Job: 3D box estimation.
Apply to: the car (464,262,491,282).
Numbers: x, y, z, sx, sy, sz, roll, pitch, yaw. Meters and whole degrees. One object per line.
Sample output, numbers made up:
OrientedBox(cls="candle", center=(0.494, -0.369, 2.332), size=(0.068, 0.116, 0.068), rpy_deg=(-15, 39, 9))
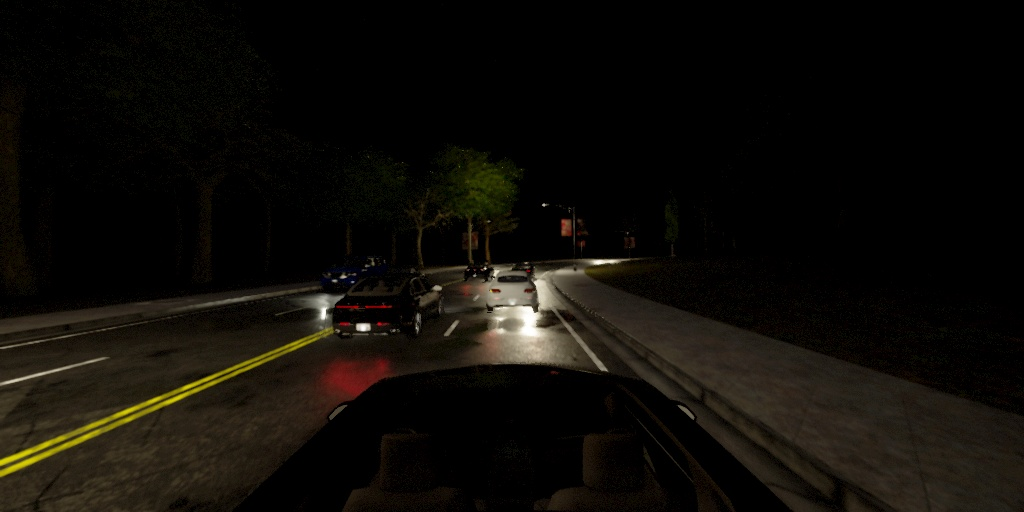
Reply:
OrientedBox(cls="car", center=(-2.519, 1.242, 28.700), size=(2.128, 1.511, 4.902), rpy_deg=(-1, 0, 5))

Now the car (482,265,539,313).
OrientedBox(cls="car", center=(0.037, 1.276, 13.951), size=(1.812, 1.442, 4.674), rpy_deg=(0, 0, 0))

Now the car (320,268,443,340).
OrientedBox(cls="car", center=(-3.195, 1.274, 10.090), size=(1.837, 1.490, 4.892), rpy_deg=(0, 0, 0))

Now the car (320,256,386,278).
OrientedBox(cls="car", center=(-9.680, 1.029, 22.618), size=(2.150, 2.045, 5.566), rpy_deg=(0, 0, 3))

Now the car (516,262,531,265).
OrientedBox(cls="car", center=(1.055, 1.262, 31.891), size=(2.033, 1.411, 5.357), rpy_deg=(0, 0, 7))

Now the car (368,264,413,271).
OrientedBox(cls="car", center=(-6.459, 1.350, 21.132), size=(1.994, 1.385, 4.181), rpy_deg=(0, 0, 3))
